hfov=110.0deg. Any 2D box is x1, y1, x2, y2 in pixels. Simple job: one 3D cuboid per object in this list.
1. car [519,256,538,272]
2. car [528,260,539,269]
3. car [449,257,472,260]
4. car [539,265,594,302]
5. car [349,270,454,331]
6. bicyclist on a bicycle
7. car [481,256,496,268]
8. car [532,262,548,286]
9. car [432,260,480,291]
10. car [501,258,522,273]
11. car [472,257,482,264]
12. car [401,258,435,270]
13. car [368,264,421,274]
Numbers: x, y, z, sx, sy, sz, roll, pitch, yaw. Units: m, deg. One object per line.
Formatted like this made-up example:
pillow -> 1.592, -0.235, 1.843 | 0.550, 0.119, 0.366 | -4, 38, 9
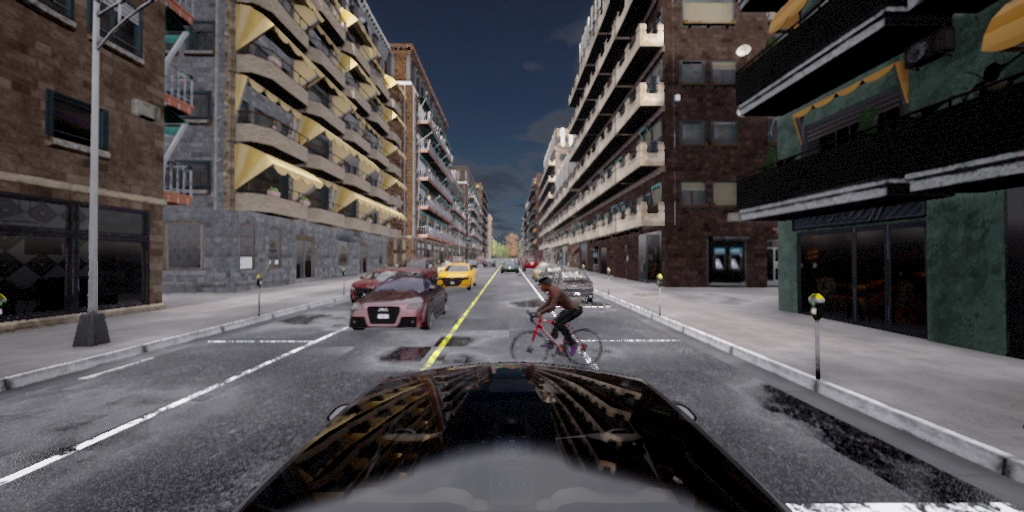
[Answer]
car -> 2.325, 0.976, 44.309 | 2.192, 1.841, 5.009 | 0, 0, 0
car -> 2.473, 1.220, 27.776 | 1.751, 1.417, 4.829 | 0, 0, 0
car -> -6.006, 0.987, 38.700 | 2.192, 1.841, 5.009 | 0, 0, 0
car -> 2.573, 1.268, 16.471 | 2.007, 1.370, 4.403 | 0, 0, -1
car -> -3.167, 1.294, 10.774 | 1.994, 1.385, 4.181 | 0, 0, 0
bicyclist on a bicycle -> 0.783, 1.191, 6.408 | 1.656, 1.620, 0.582 | -2, 0, -1
car -> -3.559, 1.115, 57.458 | 1.882, 1.535, 5.008 | 0, 0, 0
car -> 2.524, 1.256, 22.038 | 2.007, 1.370, 4.403 | 0, 0, 0
car -> -3.256, 1.184, 21.941 | 1.882, 1.535, 5.008 | 0, 0, -1
car -> -0.239, 1.230, 41.253 | 1.994, 1.385, 4.181 | 0, 0, -1
car -> -6.155, 1.207, 55.404 | 1.948, 1.339, 4.313 | 0, 0, -1
car -> -5.857, 1.021, 21.998 | 2.192, 1.841, 5.009 | 0, 0, -1
car -> -5.808, 1.263, 16.430 | 1.888, 1.381, 4.507 | 0, 0, 0
